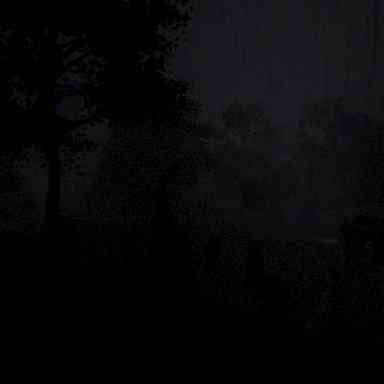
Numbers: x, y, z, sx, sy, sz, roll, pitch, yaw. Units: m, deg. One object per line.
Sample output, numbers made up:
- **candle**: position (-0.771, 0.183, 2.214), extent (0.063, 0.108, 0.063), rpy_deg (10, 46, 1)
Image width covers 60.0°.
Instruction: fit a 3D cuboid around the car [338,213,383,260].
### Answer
- **car**: position (7.084, 1.552, 12.544), extent (1.837, 1.490, 4.892), rpy_deg (1, 0, 6)
